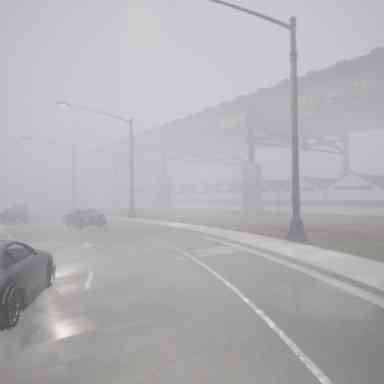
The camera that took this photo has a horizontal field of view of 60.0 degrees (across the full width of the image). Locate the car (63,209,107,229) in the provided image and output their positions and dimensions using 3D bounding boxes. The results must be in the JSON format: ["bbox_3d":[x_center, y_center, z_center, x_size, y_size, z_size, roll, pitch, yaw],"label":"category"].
[{"bbox_3d":[-8.363,2.000,25.715,2.033,1.411,5.357,0,-1,-36],"label":"car"}]

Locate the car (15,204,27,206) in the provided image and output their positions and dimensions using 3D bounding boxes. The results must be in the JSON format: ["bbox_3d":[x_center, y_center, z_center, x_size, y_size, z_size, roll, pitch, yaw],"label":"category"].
[{"bbox_3d":[-25.631,2.470,49.539,1.882,1.535,5.008,0,-1,-36],"label":"car"}]

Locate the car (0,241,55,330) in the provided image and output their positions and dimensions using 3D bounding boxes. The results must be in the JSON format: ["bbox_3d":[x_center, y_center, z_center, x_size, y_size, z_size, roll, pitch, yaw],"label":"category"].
[{"bbox_3d":[-4.278,1.715,7.018,1.994,1.385,4.181,0,-1,-11],"label":"car"}]

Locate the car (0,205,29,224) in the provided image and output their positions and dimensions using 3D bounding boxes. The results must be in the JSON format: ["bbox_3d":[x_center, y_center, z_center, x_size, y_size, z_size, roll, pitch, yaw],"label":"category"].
[{"bbox_3d":[-16.958,2.242,31.562,1.895,1.301,4.718,0,-1,-36],"label":"car"}]
